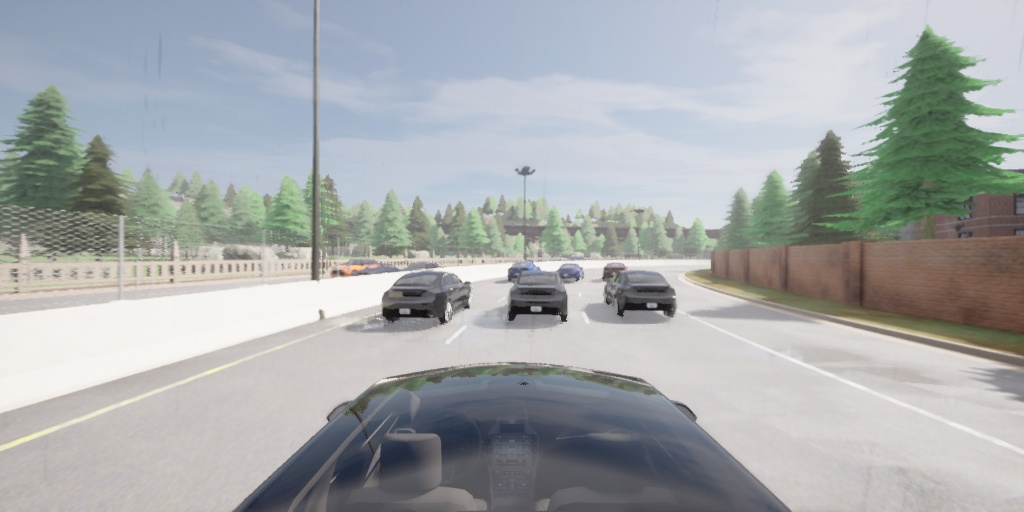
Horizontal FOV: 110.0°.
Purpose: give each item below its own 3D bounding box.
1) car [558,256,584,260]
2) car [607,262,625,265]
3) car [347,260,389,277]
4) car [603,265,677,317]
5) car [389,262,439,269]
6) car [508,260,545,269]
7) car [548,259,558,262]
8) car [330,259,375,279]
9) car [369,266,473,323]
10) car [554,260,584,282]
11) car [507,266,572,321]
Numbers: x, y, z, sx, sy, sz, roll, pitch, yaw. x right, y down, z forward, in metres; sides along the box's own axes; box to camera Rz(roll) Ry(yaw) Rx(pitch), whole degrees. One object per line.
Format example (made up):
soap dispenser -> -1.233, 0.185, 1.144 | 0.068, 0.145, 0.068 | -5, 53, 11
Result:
car -> 10.878, 0.984, 63.464 | 2.150, 2.045, 5.566 | 0, 0, 38
car -> 8.834, 1.248, 30.433 | 1.882, 1.535, 5.008 | 0, 0, 19
car -> -10.377, 1.255, 27.970 | 1.994, 1.385, 4.181 | 0, 0, 15
car -> 4.608, 1.267, 13.387 | 1.837, 1.490, 4.892 | 0, 0, 8
car -> -6.953, 1.211, 27.329 | 1.837, 1.490, 4.892 | 0, 0, 15
car -> 1.114, 1.216, 29.346 | 1.882, 1.535, 5.008 | 0, 0, 17
car -> 7.646, 1.271, 64.996 | 1.812, 1.442, 4.674 | 0, 0, 37
car -> -13.257, 1.029, 30.671 | 2.097, 1.767, 4.553 | 0, 0, 17
car -> -2.607, 1.238, 12.034 | 1.837, 1.490, 4.892 | 0, 0, 7
car -> 4.800, 1.279, 29.402 | 1.812, 1.442, 4.674 | 0, 0, 18
car -> 0.975, 1.252, 12.562 | 1.837, 1.490, 4.892 | 0, 0, 7
